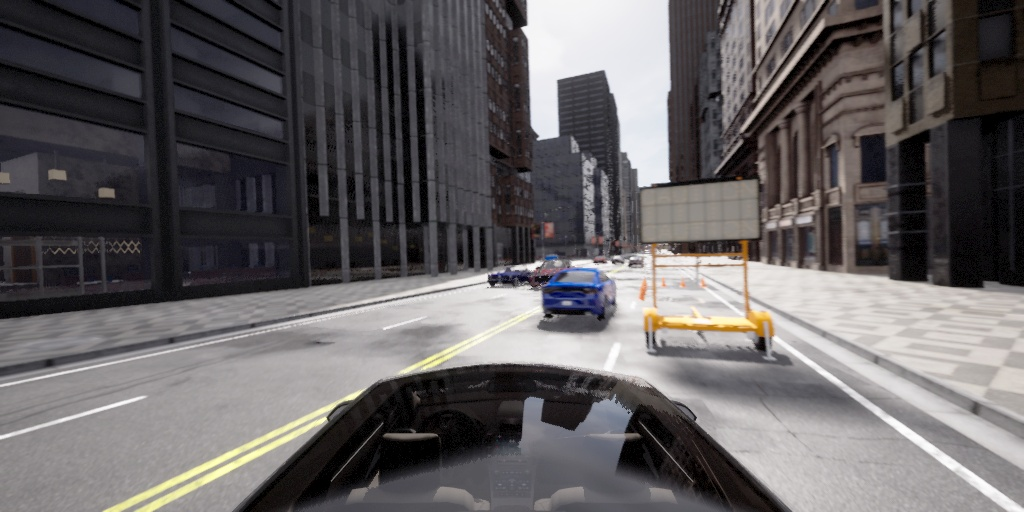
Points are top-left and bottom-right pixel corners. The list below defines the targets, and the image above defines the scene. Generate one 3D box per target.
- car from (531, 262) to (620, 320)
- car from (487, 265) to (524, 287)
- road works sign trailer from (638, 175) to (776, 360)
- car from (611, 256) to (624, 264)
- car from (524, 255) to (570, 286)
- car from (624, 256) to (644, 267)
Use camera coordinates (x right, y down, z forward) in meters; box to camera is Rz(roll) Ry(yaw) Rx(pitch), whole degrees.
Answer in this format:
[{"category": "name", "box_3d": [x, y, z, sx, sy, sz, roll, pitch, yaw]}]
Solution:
[{"category": "car", "box_3d": [2.457, 1.153, 12.415, 1.882, 1.535, 5.008, -2, 0, 22]}, {"category": "car", "box_3d": [0.022, 1.328, 24.427, 1.895, 1.301, 4.718, -2, 0, 22]}, {"category": "road works sign trailer", "box_3d": [4.244, 0.093, 8.145, 2.380, 3.560, 2.880, 0, 0, 22]}, {"category": "car", "box_3d": [17.908, 0.679, 60.495, 2.033, 1.411, 5.357, -2, 0, 22]}, {"category": "car", "box_3d": [2.650, 1.008, 22.251, 2.097, 1.767, 4.553, -2, 0, 22]}, {"category": "car", "box_3d": [16.912, 0.737, 48.853, 2.033, 1.411, 5.357, -2, 0, 22]}]
